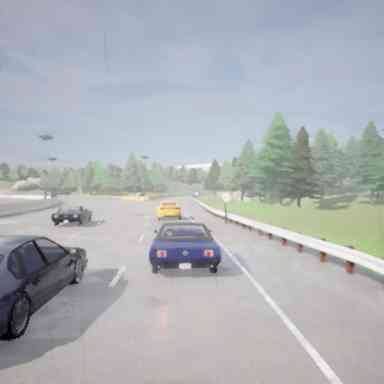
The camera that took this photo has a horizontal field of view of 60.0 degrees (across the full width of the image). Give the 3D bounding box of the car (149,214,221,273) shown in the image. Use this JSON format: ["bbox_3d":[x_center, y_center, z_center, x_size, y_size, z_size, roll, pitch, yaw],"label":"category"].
[{"bbox_3d":[-0.291,1.604,10.720,1.895,1.301,4.718,0,0,-3],"label":"car"}]

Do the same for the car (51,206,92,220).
[{"bbox_3d":[-8.468,1.623,23.892,1.895,1.301,4.718,0,0,-7],"label":"car"}]

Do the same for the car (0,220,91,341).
[{"bbox_3d":[-3.582,1.556,6.429,2.033,1.411,5.357,0,0,-2],"label":"car"}]

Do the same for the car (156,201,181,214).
[{"bbox_3d":[-2.038,1.488,28.448,1.882,1.535,5.008,0,0,-8],"label":"car"}]
